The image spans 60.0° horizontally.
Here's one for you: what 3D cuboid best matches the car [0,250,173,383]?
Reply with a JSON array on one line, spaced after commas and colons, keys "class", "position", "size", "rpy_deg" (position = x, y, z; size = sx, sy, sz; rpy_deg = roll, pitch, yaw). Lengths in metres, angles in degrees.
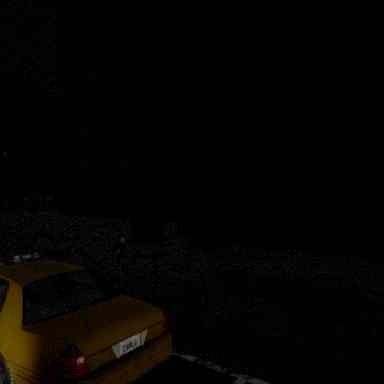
[{"class": "car", "position": [-2.511, 1.525, 4.751], "size": [4.829, 1.417, 1.752], "rpy_deg": [0, 0, 36]}]
